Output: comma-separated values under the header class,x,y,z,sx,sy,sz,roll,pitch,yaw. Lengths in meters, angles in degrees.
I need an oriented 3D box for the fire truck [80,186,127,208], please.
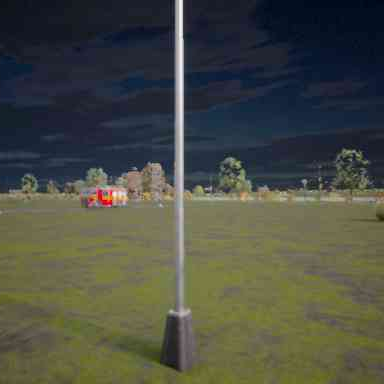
class,x,y,z,sx,sy,sz,roll,pitch,yaw
fire truck,-15.576,0.889,59.145,2.891,3.827,8.468,-1,-1,35
